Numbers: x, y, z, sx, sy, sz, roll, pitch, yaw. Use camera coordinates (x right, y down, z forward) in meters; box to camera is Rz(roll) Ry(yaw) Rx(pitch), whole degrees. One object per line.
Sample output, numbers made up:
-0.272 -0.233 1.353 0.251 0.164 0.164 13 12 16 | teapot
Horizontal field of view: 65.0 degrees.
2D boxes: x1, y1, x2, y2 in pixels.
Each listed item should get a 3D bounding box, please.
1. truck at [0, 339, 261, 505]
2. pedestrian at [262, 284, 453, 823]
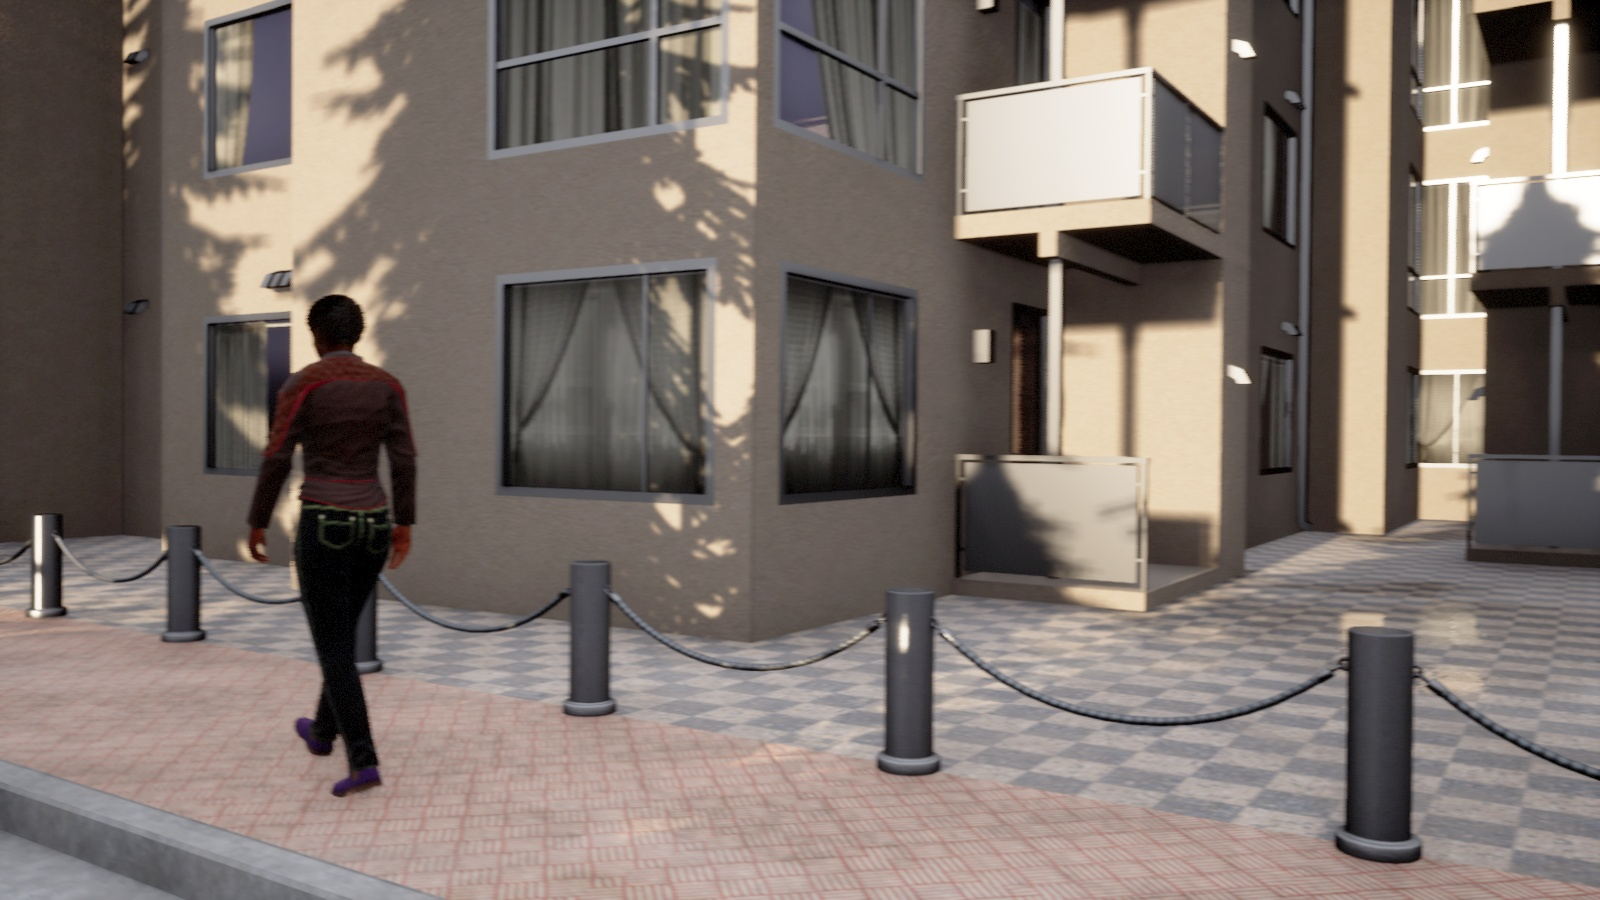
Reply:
-18.290 -0.684 31.603 2.891 3.827 8.468 0 1 33 | truck
-1.646 0.344 4.628 0.328 1.805 0.869 -1 1 -42 | pedestrian
